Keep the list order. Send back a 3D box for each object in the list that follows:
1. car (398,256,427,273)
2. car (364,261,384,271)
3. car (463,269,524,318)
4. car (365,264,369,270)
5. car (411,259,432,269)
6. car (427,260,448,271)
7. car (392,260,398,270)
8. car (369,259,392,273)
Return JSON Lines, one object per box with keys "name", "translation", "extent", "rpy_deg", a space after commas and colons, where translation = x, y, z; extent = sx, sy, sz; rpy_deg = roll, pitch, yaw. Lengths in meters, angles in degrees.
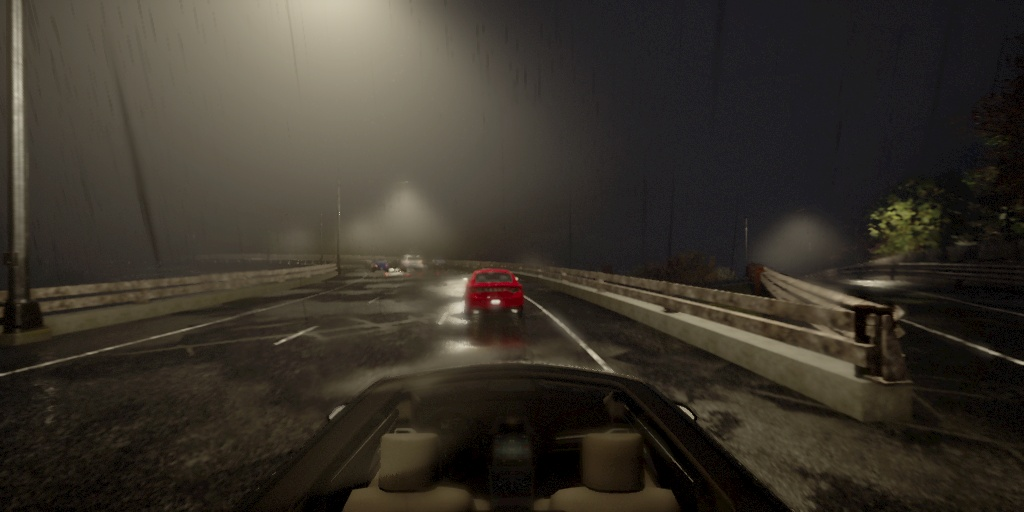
{"name": "car", "translation": [-12.643, 0.977, 45.144], "extent": [2.150, 2.045, 5.566], "rpy_deg": [0, 0, -23]}
{"name": "car", "translation": [-20.469, 1.400, 53.096], "extent": [1.895, 1.301, 4.718], "rpy_deg": [-1, 0, -31]}
{"name": "car", "translation": [-0.740, 1.211, 13.057], "extent": [1.882, 1.535, 5.008], "rpy_deg": [0, 0, -6]}
{"name": "car", "translation": [-18.343, 1.163, 49.084], "extent": [2.097, 1.767, 4.553], "rpy_deg": [-1, 0, -28]}
{"name": "car", "translation": [-14.322, 1.222, 56.446], "extent": [1.882, 1.535, 5.008], "rpy_deg": [-1, 0, -31]}
{"name": "car", "translation": [-9.836, 1.221, 47.393], "extent": [2.128, 1.511, 4.902], "rpy_deg": [-1, 0, -26]}
{"name": "car", "translation": [-17.387, 1.277, 54.757], "extent": [1.837, 1.490, 4.892], "rpy_deg": [-1, 0, -31]}
{"name": "car", "translation": [-16.422, 1.312, 44.783], "extent": [1.812, 1.442, 4.674], "rpy_deg": [0, 0, -23]}
